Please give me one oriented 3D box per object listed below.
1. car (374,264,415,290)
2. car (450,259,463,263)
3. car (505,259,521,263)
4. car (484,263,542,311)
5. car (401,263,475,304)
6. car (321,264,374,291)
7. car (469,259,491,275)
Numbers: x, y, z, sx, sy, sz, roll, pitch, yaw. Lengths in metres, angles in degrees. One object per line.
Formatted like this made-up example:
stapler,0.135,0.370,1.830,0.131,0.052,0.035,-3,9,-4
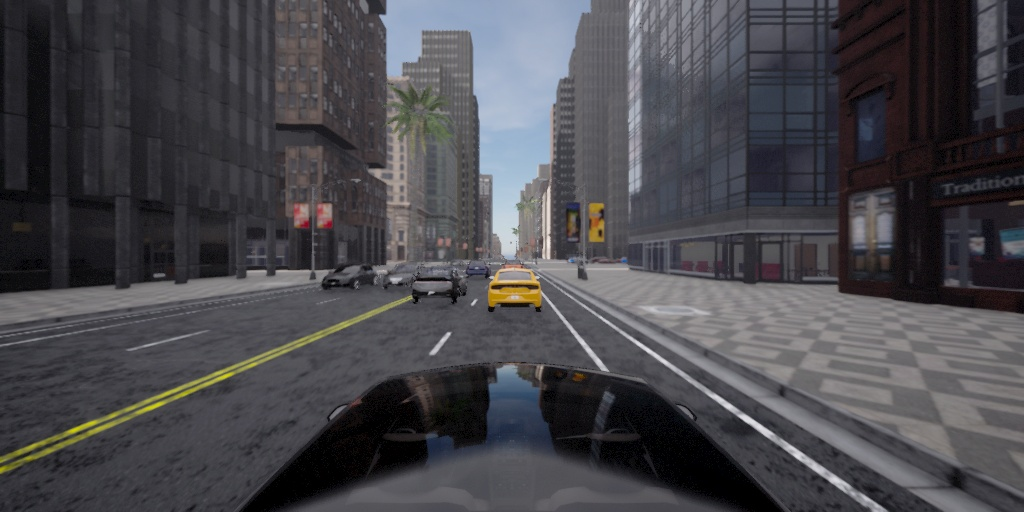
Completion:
car,-6.597,1.242,22.669,2.128,1.511,4.902,0,0,0
car,-9.773,1.257,63.775,2.128,1.511,4.902,0,0,1
car,0.102,1.105,34.370,2.097,1.767,4.553,0,0,0
car,0.110,1.228,14.448,1.882,1.535,5.008,0,0,0
car,-3.149,1.242,16.389,2.128,1.511,4.902,0,0,0
car,-9.848,1.255,22.178,1.837,1.490,4.892,0,0,0
car,-3.148,1.105,34.370,2.097,1.767,4.553,0,0,0
